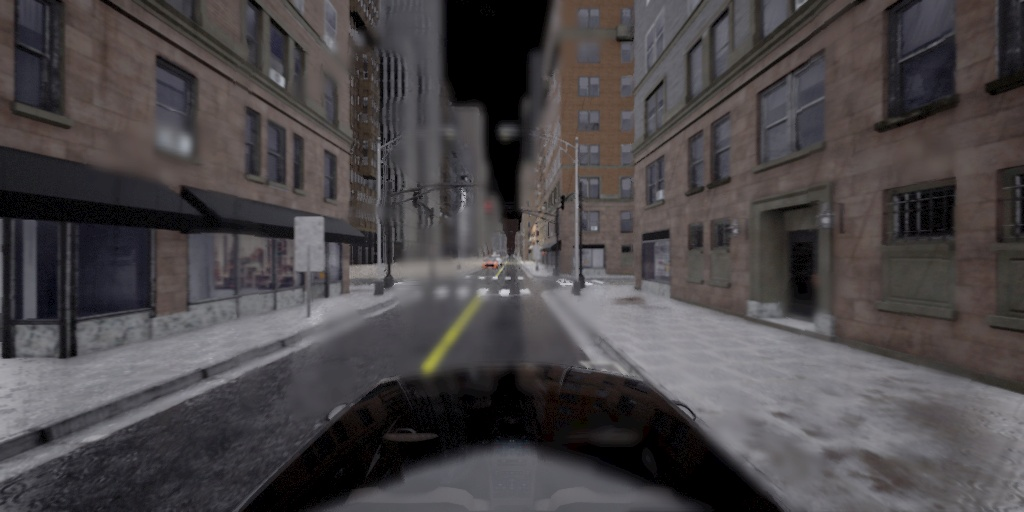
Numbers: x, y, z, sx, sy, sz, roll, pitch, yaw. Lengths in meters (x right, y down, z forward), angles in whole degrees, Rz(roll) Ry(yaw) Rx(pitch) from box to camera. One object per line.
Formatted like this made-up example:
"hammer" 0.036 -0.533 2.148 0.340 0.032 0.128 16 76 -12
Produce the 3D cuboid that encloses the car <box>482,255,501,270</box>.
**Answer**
"car" -3.057 0.995 51.282 2.097 1.767 4.553 0 0 0
